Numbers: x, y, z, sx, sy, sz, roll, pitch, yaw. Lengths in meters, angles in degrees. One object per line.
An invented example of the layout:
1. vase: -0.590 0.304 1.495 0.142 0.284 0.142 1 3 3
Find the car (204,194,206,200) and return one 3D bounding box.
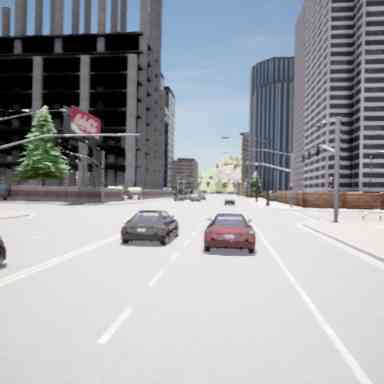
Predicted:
1. car: 2.480 1.229 84.782 2.097 1.767 4.553 1 0 6

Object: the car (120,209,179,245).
1. car: -1.802 1.497 15.329 1.994 1.385 4.181 1 0 7

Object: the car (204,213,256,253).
1. car: 1.571 1.565 13.927 1.994 1.385 4.181 1 0 6

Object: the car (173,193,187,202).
1. car: -2.763 1.302 69.672 1.837 1.490 4.892 1 0 6

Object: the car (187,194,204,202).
1. car: 0.713 1.424 69.277 1.994 1.385 4.181 1 0 6

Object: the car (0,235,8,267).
1. car: -6.365 1.422 7.738 1.994 1.385 4.181 1 0 7

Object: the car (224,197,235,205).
1. car: 6.626 1.610 58.445 1.895 1.301 4.718 1 0 6
